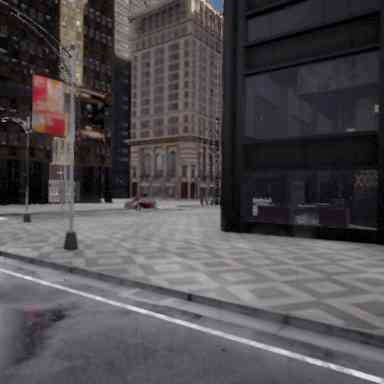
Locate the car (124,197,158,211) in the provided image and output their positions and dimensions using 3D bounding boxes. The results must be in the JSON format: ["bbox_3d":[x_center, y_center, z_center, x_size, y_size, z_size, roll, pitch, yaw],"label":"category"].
[{"bbox_3d":[-6.430,1.395,41.982,2.097,1.767,4.553,1,0,35],"label":"car"}]

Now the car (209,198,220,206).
[{"bbox_3d":[5.085,1.726,58.087,2.033,1.411,5.357,1,0,35],"label":"car"}]
